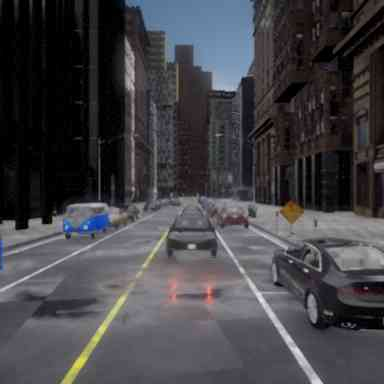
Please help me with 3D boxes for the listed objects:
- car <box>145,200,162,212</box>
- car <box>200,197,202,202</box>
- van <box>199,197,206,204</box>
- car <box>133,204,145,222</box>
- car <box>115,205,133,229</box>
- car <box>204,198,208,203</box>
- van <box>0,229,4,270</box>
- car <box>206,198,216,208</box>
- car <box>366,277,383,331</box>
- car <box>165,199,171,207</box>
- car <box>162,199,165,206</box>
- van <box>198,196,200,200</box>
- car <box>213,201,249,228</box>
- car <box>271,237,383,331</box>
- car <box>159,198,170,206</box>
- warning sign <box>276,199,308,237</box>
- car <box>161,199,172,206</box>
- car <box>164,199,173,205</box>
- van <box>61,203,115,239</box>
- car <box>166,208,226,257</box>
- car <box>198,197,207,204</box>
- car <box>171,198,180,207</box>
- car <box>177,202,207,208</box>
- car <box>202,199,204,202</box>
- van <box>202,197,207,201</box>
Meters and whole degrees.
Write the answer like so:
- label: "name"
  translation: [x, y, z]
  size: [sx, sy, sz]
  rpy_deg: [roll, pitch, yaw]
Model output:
- label: "car"
  translation: [-5.699, 2.025, 46.434]
  size: [1.947, 1.339, 4.313]
  rpy_deg: [0, -1, 0]
- label: "car"
  translation: [2.819, 2.013, 57.741]
  size: [1.967, 1.590, 4.097]
  rpy_deg: [0, -1, 0]
- label: "van"
  translation: [2.802, 2.198, 85.983]
  size: [1.690, 1.788, 3.998]
  rpy_deg: [0, -1, 0]
- label: "car"
  translation: [-5.690, 1.856, 29.489]
  size: [1.947, 1.339, 4.313]
  rpy_deg: [0, -1, 0]
- label: "car"
  translation: [-5.687, 1.758, 23.670]
  size: [1.752, 1.417, 4.829]
  rpy_deg: [0, -1, 0]
- label: "car"
  translation: [2.828, 1.843, 40.796]
  size: [1.967, 1.590, 4.097]
  rpy_deg: [0, -1, 0]
- label: "van"
  translation: [-5.679, 1.409, 6.897]
  size: [1.690, 1.788, 3.998]
  rpy_deg: [0, -1, 0]
- label: "car"
  translation: [2.831, 1.787, 35.148]
  size: [1.967, 1.590, 4.097]
  rpy_deg: [0, -1, 0]
- label: "car"
  translation: [2.851, 1.564, 1.257]
  size: [2.008, 1.369, 4.403]
  rpy_deg: [0, -1, 0]
- label: "car"
  translation: [-5.709, 2.180, 63.380]
  size: [2.008, 1.369, 4.403]
  rpy_deg: [0, -1, 0]
- label: "car"
  translation: [-5.702, 2.060, 52.083]
  size: [1.887, 1.381, 4.507]
  rpy_deg: [0, -1, 0]
- label: "van"
  translation: [2.808, 2.084, 74.687]
  size: [1.690, 1.788, 3.998]
  rpy_deg: [0, -1, 0]
- label: "car"
  translation: [2.838, 1.675, 23.852]
  size: [1.967, 1.590, 4.097]
  rpy_deg: [0, -1, 0]
- label: "car"
  translation: [2.848, 1.619, 6.906]
  size: [2.008, 1.369, 4.403]
  rpy_deg: [0, -1, 0]
- label: "car"
  translation: [-5.713, 2.126, 69.030]
  size: [1.967, 1.590, 4.097]
  rpy_deg: [0, -1, 0]
- label: "warning sign"
  translation: [5.063, 1.282, 16.911]
  size: [1.300, 1.860, 1.060]
  rpy_deg: [0, 0, 0]
- label: "car"
  translation: [-5.715, 2.293, 74.677]
  size: [2.008, 1.369, 4.403]
  rpy_deg: [0, -1, 0]
- label: "car"
  translation: [-5.718, 2.382, 80.325]
  size: [1.802, 1.307, 4.206]
  rpy_deg: [0, -1, 0]
- label: "van"
  translation: [-5.685, 1.520, 18.194]
  size: [1.690, 1.788, 3.998]
  rpy_deg: [0, -1, 0]
- label: "car"
  translation: [0.013, 1.626, 13.509]
  size: [2.128, 1.511, 4.902]
  rpy_deg: [0, 0, 0]
- label: "car"
  translation: [2.799, 2.229, 91.632]
  size: [2.192, 1.841, 5.009]
  rpy_deg: [0, -1, 0]
- label: "car"
  translation: [-3.052, 2.187, 64.543]
  size: [2.033, 1.411, 5.357]
  rpy_deg: [0, -1, 0]
- label: "car"
  translation: [0.007, 1.845, 28.496]
  size: [1.994, 1.385, 4.181]
  rpy_deg: [0, 0, 1]
- label: "car"
  translation: [2.826, 2.004, 46.443]
  size: [1.887, 1.381, 4.507]
  rpy_deg: [0, -1, 0]
- label: "van"
  translation: [2.821, 1.857, 52.094]
  size: [1.690, 1.788, 3.998]
  rpy_deg: [0, -1, 0]
